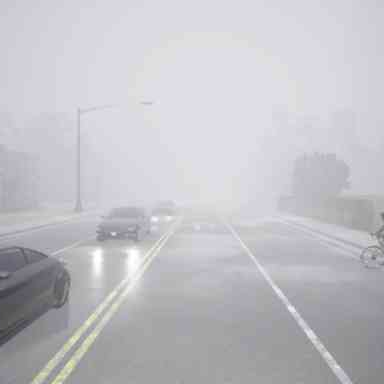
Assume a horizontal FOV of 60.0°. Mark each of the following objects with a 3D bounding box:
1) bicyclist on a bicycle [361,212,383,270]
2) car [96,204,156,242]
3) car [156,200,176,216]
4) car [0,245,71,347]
[{"bbox_3d":[5.557,1.376,9.300,1.656,1.620,0.582,0,0,2],"label":"bicyclist on a bicycle"},{"bbox_3d":[-3.150,1.454,16.090,1.837,1.490,4.892,0,1,2],"label":"car"},{"bbox_3d":[-2.576,1.456,31.642,2.033,1.411,5.357,0,0,2],"label":"car"},{"bbox_3d":[-3.502,1.548,5.093,1.994,1.385,4.181,0,0,2],"label":"car"}]
